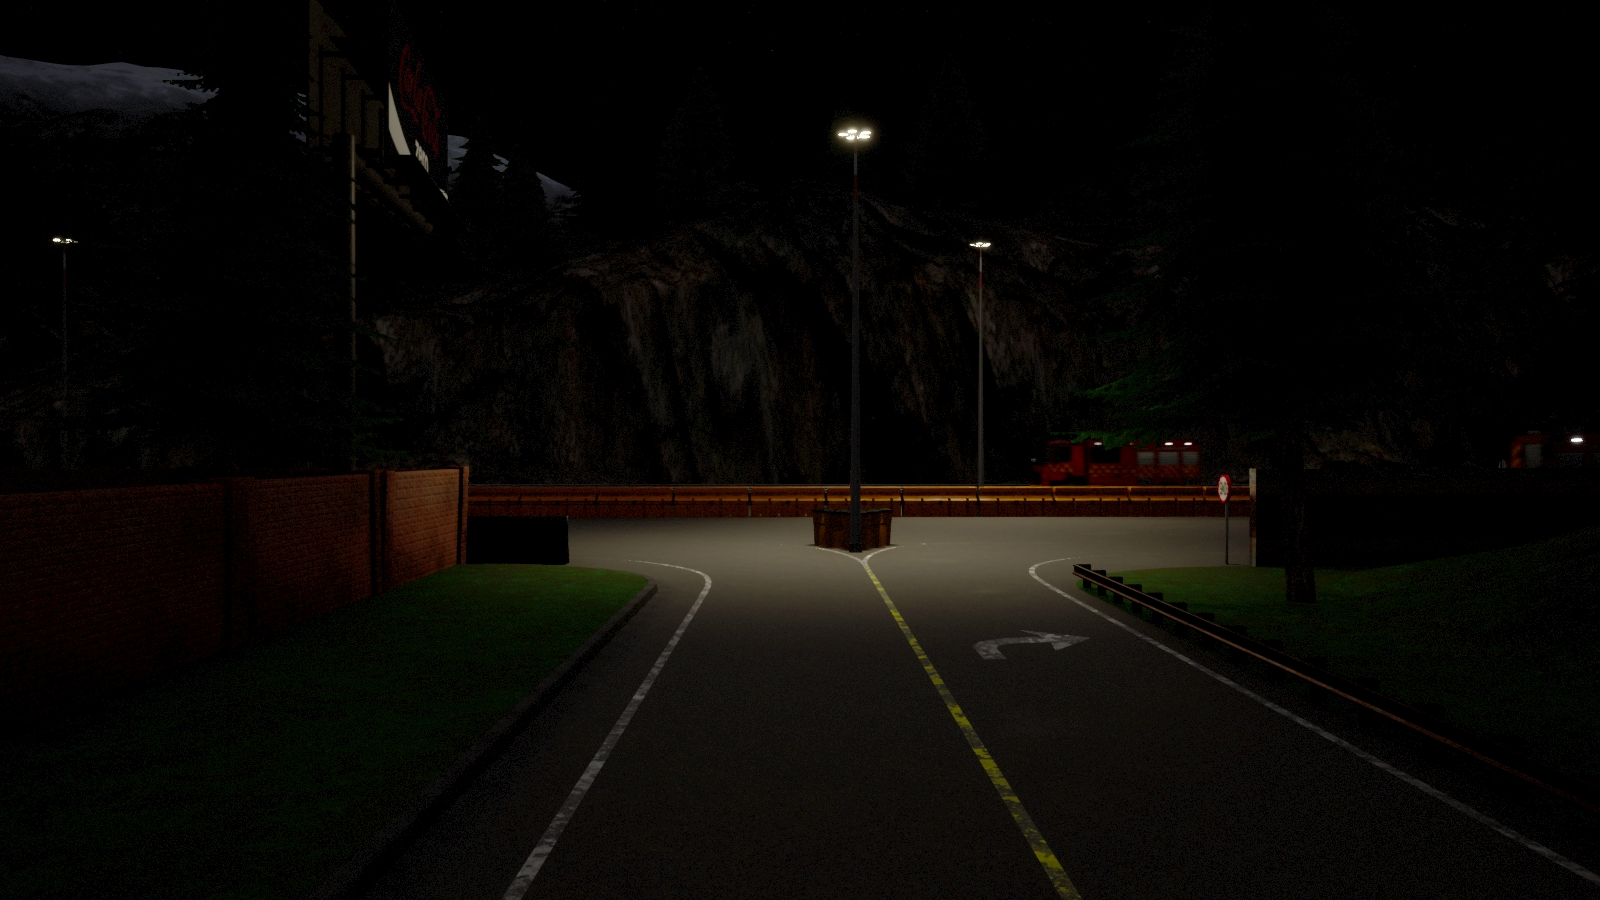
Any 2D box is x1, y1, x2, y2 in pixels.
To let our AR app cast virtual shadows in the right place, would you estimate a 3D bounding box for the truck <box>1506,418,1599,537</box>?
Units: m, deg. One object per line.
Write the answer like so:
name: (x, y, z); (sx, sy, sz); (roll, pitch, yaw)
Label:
truck: (28.641, 0.891, 37.931); (8.468, 3.827, 2.891); (0, 0, 6)
